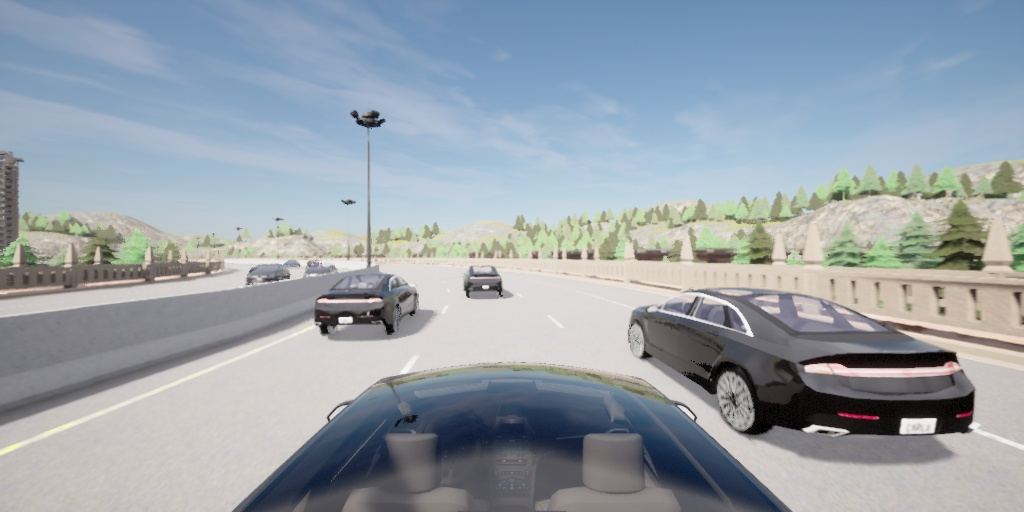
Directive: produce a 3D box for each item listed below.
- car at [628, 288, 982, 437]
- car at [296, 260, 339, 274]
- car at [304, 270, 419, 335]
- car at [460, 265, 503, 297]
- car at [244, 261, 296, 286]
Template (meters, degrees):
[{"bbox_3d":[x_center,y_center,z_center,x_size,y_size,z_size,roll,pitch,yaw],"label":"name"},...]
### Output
[{"bbox_3d":[3.348,1.222,5.456,2.128,1.511,4.902,0,0,-2],"label":"car"},{"bbox_3d":[-14.699,1.286,27.863,2.128,1.511,4.902,0,0,-17],"label":"car"},{"bbox_3d":[-4.016,1.252,10.615,2.128,1.511,4.902,0,0,-5],"label":"car"},{"bbox_3d":[-1.641,1.232,19.001,2.128,1.511,4.902,0,0,-10],"label":"car"},{"bbox_3d":[-18.006,1.338,26.779,1.812,1.442,4.674,0,0,-17],"label":"car"}]
